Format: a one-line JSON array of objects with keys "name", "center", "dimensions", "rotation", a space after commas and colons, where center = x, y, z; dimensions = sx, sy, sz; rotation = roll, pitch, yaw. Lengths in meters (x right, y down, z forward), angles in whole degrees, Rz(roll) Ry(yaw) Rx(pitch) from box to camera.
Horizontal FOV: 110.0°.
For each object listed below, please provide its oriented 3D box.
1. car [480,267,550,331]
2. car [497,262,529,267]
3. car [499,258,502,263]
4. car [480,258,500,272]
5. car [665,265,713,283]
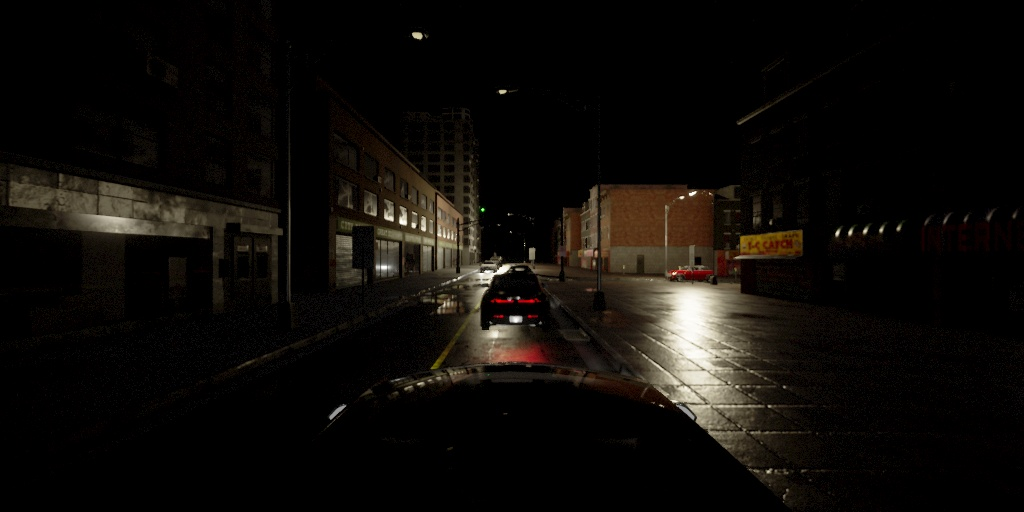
[{"name": "car", "center": [0.089, 1.267, 11.036], "dimensions": [1.837, 1.490, 4.892], "rotation": [0, 0, 0]}, {"name": "car", "center": [0.523, 1.315, 23.862], "dimensions": [2.033, 1.411, 5.357], "rotation": [1, 0, 6]}, {"name": "car", "center": [-2.870, 1.409, 54.858], "dimensions": [1.895, 1.301, 4.718], "rotation": [0, 0, 0]}, {"name": "car", "center": [-2.874, 1.326, 45.041], "dimensions": [1.812, 1.442, 4.674], "rotation": [0, 0, 1]}, {"name": "car", "center": [16.345, 1.611, 33.077], "dimensions": [4.097, 1.591, 1.967], "rotation": [0, 0, 0]}]
